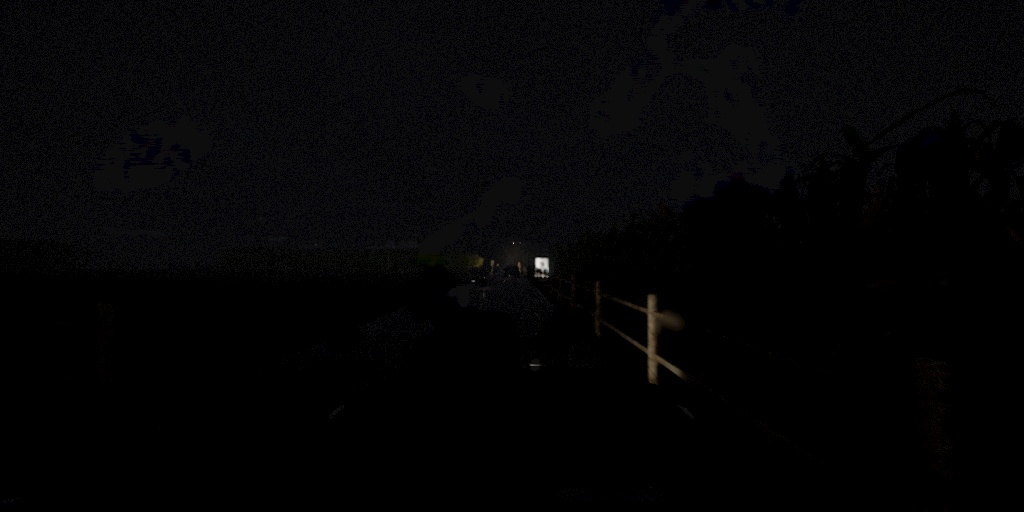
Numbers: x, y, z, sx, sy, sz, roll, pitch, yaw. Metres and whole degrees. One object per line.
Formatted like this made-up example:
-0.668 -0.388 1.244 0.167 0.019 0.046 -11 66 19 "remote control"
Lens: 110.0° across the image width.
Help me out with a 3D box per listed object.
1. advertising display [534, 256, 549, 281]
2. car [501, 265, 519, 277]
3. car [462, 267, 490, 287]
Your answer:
3.118 1.370 37.909 1.540 2.440 0.280 0 0 0 "advertising display"
0.004 2.073 48.161 2.128 1.511 4.902 0 -2 0 "car"
-2.852 1.681 29.129 1.837 1.490 4.892 0 -1 0 "car"
